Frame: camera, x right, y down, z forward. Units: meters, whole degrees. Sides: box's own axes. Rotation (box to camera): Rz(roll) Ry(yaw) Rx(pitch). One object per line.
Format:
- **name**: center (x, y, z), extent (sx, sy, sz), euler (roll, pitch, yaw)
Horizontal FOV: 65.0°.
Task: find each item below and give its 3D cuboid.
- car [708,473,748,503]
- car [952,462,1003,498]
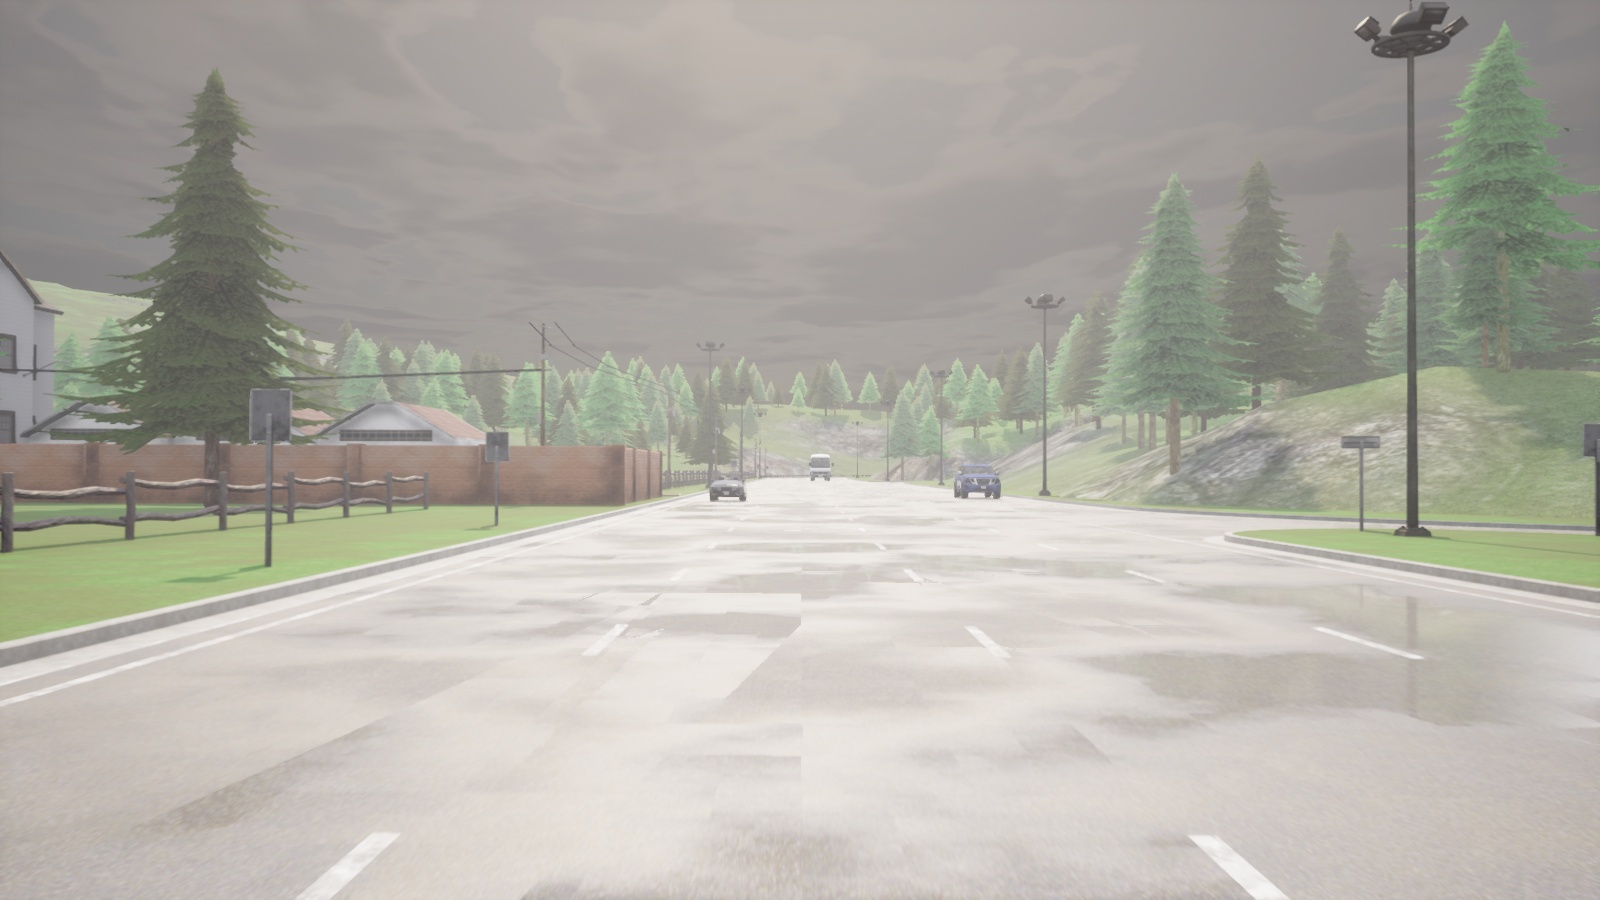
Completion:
- **car**: center (-3.643, 1.917, 64.153), extent (1.816, 1.474, 4.193), euler (0, -1, 0)
- **car**: center (10.335, 1.722, 73.436), extent (2.150, 2.045, 5.566), euler (0, -1, 0)
